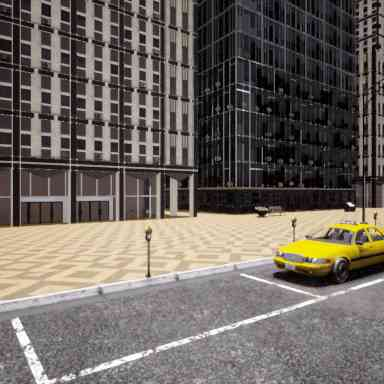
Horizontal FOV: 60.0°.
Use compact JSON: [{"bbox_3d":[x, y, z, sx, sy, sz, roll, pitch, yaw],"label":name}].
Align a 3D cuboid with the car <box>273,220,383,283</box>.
[{"bbox_3d":[4.407,1.526,9.653,4.829,1.417,1.752,0,0,-35],"label":"car"}]
